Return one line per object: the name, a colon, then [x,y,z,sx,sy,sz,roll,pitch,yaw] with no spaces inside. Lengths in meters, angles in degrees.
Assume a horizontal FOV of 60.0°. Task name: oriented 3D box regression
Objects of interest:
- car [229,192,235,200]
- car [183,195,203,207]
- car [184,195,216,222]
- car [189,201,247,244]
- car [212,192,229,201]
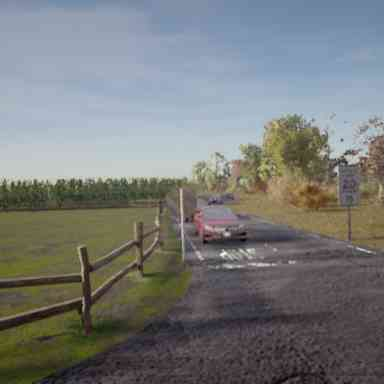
car: [6.557,0.727,59.399,1.837,1.490,4.892,-2,1,11]
car: [0.205,1.145,43.781,1.994,1.385,4.181,-2,1,8]
car: [0.268,1.252,24.517,1.882,1.535,5.008,-2,1,-5]
car: [1.122,1.363,15.233,1.812,1.442,4.674,-2,1,-6]
car: [3.535,0.997,46.271,2.033,1.411,5.357,-2,0,12]
